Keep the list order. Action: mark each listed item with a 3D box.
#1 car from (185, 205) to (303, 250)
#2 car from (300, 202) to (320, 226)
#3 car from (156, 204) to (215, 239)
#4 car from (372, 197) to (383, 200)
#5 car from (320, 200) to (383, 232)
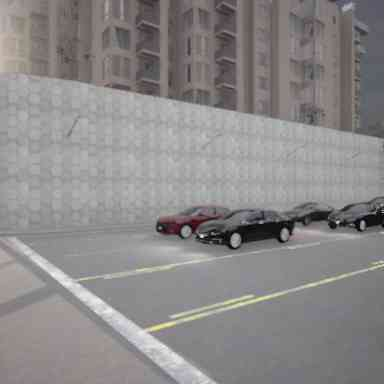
[{"bbox_3d":[2.366,1.459,14.291,4.892,1.490,1.837,0,0,-35],"label":"car"},{"bbox_3d":[8.106,1.437,22.692,4.674,1.442,1.812,0,0,-35],"label":"car"},{"bbox_3d":[0.511,1.431,17.256,5.008,1.535,1.882,0,0,-36],"label":"car"},{"bbox_3d":[16.323,1.218,28.521,4.553,1.767,2.097,0,0,-36],"label":"car"},{"bbox_3d":[9.970,1.417,19.703,4.892,1.490,1.837,0,0,-36],"label":"car"}]
